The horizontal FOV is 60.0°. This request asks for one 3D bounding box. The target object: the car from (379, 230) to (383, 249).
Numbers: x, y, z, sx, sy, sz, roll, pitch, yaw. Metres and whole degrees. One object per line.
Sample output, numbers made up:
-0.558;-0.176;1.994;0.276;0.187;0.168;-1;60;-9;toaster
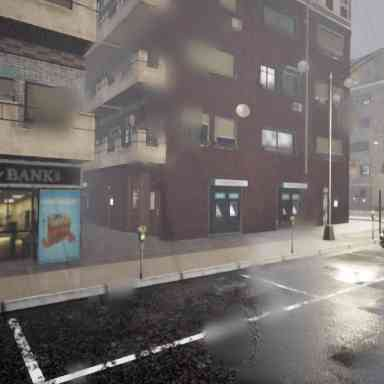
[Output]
9.077;1.553;13.107;4.403;1.369;2.008;0;1;-35;car
